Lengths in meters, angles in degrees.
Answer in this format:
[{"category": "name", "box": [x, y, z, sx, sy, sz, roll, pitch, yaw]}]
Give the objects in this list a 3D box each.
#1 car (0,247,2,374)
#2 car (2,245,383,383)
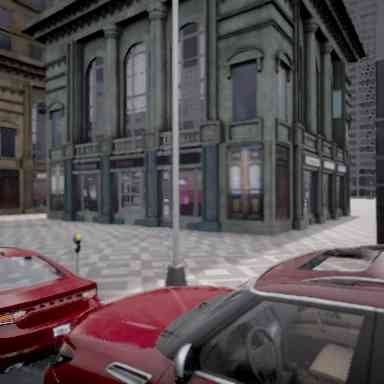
[{"category": "car", "box": [-3.425, 1.584, 5.401, 4.507, 1.381, 1.887, 0, 0, 35]}, {"category": "car", "box": [1.163, 1.316, 2.130, 5.009, 1.841, 2.192, 0, 0, 35]}]
